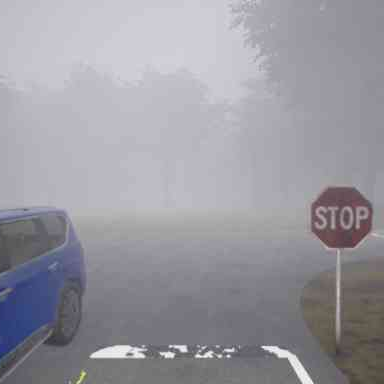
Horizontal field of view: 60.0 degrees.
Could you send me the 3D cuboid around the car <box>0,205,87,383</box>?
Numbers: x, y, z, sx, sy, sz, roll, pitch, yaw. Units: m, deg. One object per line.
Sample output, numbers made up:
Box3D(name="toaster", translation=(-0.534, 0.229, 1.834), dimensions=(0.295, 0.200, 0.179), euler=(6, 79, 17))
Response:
Box3D(name="car", translation=(-2.924, 1.225, 3.482), dimensions=(2.150, 2.045, 5.566), euler=(0, 0, 2))
